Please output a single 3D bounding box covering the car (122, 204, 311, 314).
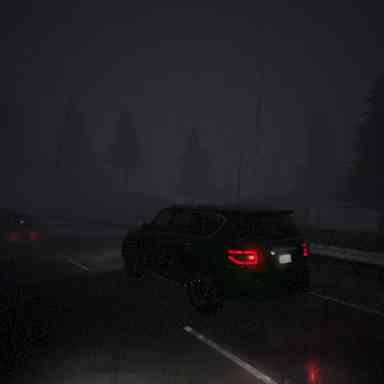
[{"bbox_3d":[0.184,1.318,8.202,2.150,2.045,5.566,1,-1,-34],"label":"car"}]

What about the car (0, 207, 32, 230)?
[{"bbox_3d":[-12.872,1.791,23.497,4.674,1.442,1.812,-1,-1,44],"label":"car"}]
